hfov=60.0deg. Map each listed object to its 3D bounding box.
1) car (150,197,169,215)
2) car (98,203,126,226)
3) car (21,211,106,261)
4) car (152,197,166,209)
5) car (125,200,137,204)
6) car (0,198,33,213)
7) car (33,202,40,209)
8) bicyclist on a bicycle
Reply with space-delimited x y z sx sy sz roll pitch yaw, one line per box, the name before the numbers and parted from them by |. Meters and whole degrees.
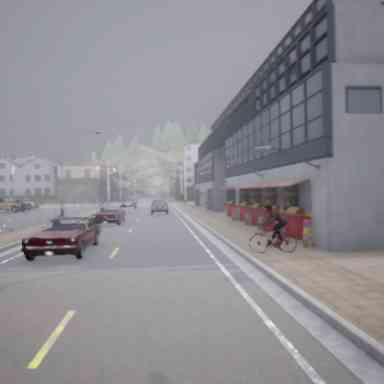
car | -3.401 1.575 35.048 2.033 1.411 5.357 -1 0 -5
car | -5.959 1.684 24.196 1.895 1.301 4.718 -1 0 -6
car | -4.822 1.674 12.916 1.895 1.301 4.718 -1 0 -6
car | -4.742 1.545 48.117 1.837 1.490 4.892 -1 0 -5
car | -7.417 1.274 39.393 2.128 1.511 4.902 -1 0 -6
car | -21.503 1.514 37.920 5.027 1.636 2.152 -1 0 -6
car | -22.472 1.604 44.272 3.806 1.475 1.970 -1 0 -6
bicyclist on a bicycle | 2.699 1.241 11.070 1.656 1.620 0.582 0 0 -6
